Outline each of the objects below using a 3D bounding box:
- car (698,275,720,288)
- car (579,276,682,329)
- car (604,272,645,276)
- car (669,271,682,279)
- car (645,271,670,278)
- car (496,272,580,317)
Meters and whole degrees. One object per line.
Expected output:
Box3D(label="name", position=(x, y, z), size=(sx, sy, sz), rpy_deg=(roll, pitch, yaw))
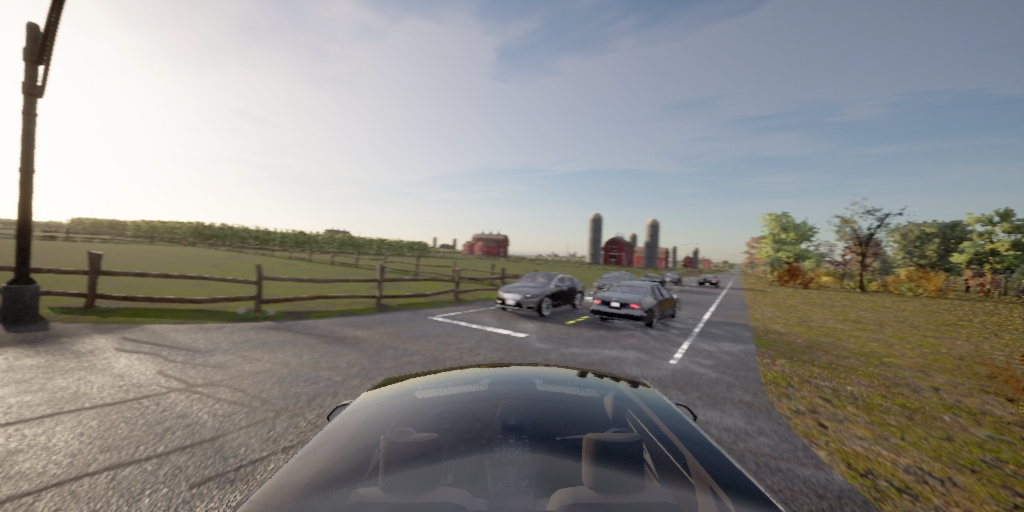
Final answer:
Box3D(label="car", position=(22.272, 2.812, 40.461), size=(1.895, 1.301, 4.718), rpy_deg=(3, 0, 33))
Box3D(label="car", position=(4.635, 1.623, 12.969), size=(2.033, 1.411, 5.357), rpy_deg=(3, 0, 37))
Box3D(label="car", position=(6.663, 1.747, 22.617), size=(1.837, 1.490, 4.892), rpy_deg=(3, 0, 32))
Box3D(label="car", position=(17.722, 2.446, 39.958), size=(2.128, 1.511, 4.902), rpy_deg=(3, 0, 33))
Box3D(label="car", position=(12.114, 2.194, 31.210), size=(1.895, 1.301, 4.718), rpy_deg=(3, 0, 33))
Box3D(label="car", position=(1.300, 1.388, 14.200), size=(2.128, 1.511, 4.902), rpy_deg=(3, 0, 33))
